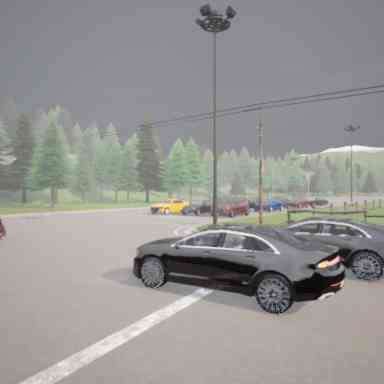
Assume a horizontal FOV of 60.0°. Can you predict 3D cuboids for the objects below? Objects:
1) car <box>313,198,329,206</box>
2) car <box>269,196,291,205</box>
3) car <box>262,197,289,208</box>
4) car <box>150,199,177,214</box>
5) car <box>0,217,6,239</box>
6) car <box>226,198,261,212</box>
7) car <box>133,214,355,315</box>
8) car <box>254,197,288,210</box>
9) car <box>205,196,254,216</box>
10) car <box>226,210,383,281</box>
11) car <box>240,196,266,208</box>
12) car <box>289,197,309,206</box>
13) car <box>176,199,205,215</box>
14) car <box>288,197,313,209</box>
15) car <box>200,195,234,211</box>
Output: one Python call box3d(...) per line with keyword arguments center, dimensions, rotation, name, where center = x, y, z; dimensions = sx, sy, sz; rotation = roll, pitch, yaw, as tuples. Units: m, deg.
box3d(center=(20.420, 1.594, 53.527), dimensions=(1.895, 1.301, 4.718), rotation=(0, 0, 37), name="car")
box3d(center=(15.583, 1.537, 58.726), dimensions=(2.033, 1.411, 5.357), rotation=(0, 0, 37), name="car")
box3d(center=(12.238, 1.483, 48.363), dimensions=(2.128, 1.511, 4.902), rotation=(0, 0, 37), name="car")
box3d(center=(-2.242, 1.467, 34.569), dimensions=(1.882, 1.535, 5.008), rotation=(0, 0, 36), name="car")
box3d(center=(-10.445, 1.344, 13.865), dimensions=(4.553, 1.767, 2.097), rotation=(0, 0, -3), name="car")
box3d(center=(6.327, 1.483, 40.351), dimensions=(2.128, 1.511, 4.902), rotation=(0, 0, 36), name="car")
box3d(center=(0.811, 1.490, 7.585), dimensions=(4.902, 1.511, 2.128), rotation=(0, 0, 33), name="car")
box3d(center=(8.806, 1.471, 37.817), dimensions=(1.882, 1.535, 5.008), rotation=(0, 0, 36), name="car")
box3d(center=(3.531, 1.345, 30.604), dimensions=(2.097, 1.767, 4.553), rotation=(0, 0, 36), name="car")
box3d(center=(3.747, 1.490, 9.855), dimensions=(4.902, 1.511, 2.128), rotation=(0, 0, 35), name="car")
box3d(center=(9.357, 1.467, 50.349), dimensions=(1.882, 1.535, 5.008), rotation=(0, 0, 36), name="car")
box3d(center=(18.194, 1.555, 56.392), dimensions=(1.994, 1.385, 4.181), rotation=(0, 0, 37), name="car")
box3d(center=(0.871, 1.517, 32.867), dimensions=(1.812, 1.442, 4.674), rotation=(0, 0, 37), name="car")
box3d(center=(14.439, 1.471, 45.450), dimensions=(1.882, 1.535, 5.008), rotation=(0, 0, 37), name="car")
box3d(center=(3.201, 1.342, 42.007), dimensions=(2.097, 1.767, 4.553), rotation=(0, 0, 36), name="car")
